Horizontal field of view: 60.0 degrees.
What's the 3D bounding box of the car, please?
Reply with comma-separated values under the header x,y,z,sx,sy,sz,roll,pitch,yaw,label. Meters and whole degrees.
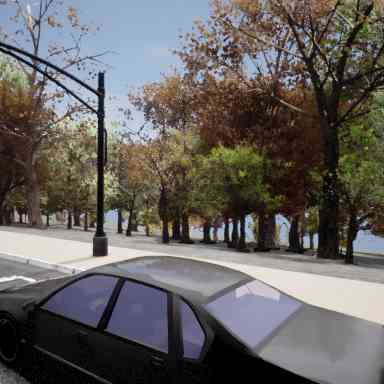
x,y,z,sx,sy,sz,roll,pitch,yaw,label
-0.528,1.547,4.055,5.357,1.411,2.033,0,0,35,car
